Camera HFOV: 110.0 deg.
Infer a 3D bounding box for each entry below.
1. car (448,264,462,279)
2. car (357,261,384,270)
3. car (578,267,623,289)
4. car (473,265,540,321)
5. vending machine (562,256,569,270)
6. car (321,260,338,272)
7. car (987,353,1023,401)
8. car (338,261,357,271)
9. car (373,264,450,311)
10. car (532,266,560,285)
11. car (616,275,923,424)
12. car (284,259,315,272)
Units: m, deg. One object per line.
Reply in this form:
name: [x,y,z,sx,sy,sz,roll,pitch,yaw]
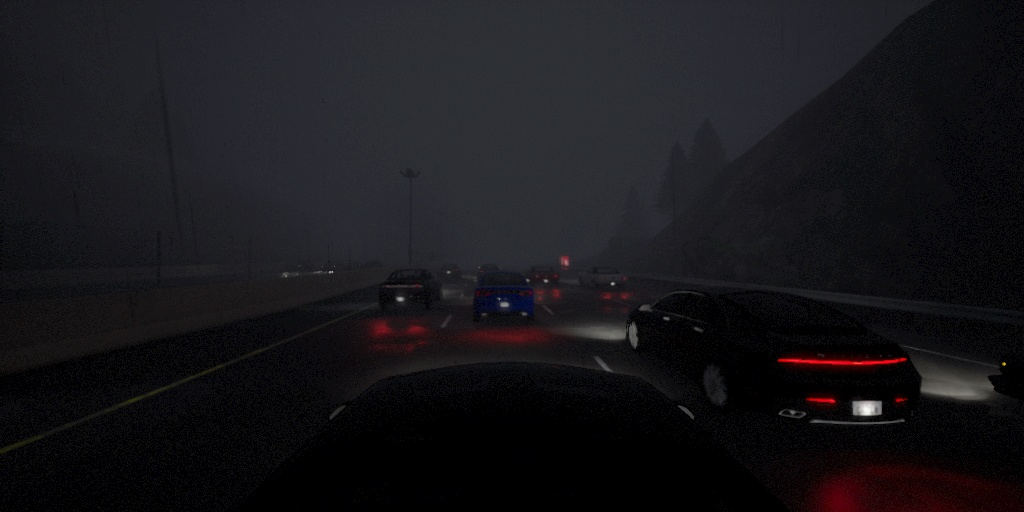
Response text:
car: [-5.642,1.376,32.879,1.994,1.385,4.181,0,0,-6]
car: [-17.596,1.362,45.366,1.837,1.490,4.892,0,0,-5]
car: [5.806,1.372,23.547,1.895,1.301,4.718,0,0,-5]
car: [-0.350,1.246,12.680,1.882,1.535,5.008,0,0,-3]
vending machine: [7.879,1.007,52.858,1.100,2.100,0.880,0,0,-6]
car: [-25.133,1.390,50.701,1.837,1.490,4.892,0,0,-5]
car: [7.046,1.282,2.056,2.033,1.411,5.357,0,0,0]
car: [-21.413,1.399,48.500,1.812,1.442,4.674,0,0,-5]
car: [-4.003,1.271,14.725,2.128,1.511,4.902,0,0,-4]
car: [2.060,1.384,25.987,1.895,1.301,4.718,0,0,-5]
car: [3.447,1.254,5.953,1.837,1.490,4.892,0,0,-1]
car: [-28.388,1.241,47.971,2.097,1.767,4.553,0,0,-5]
